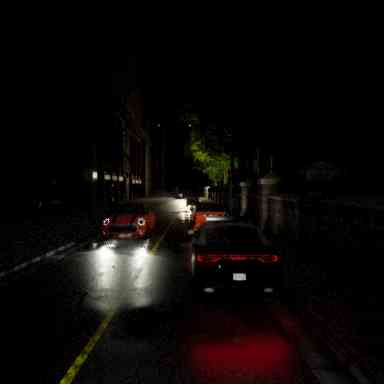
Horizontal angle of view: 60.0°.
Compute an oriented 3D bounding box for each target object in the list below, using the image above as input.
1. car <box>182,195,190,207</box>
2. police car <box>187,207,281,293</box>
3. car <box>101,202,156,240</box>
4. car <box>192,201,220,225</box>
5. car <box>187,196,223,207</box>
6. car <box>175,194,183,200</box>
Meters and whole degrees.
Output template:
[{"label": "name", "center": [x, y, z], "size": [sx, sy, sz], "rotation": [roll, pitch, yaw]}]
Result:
[{"label": "car", "center": [0.126, 1.352, 47.818], "size": [2.128, 1.511, 4.902], "rotation": [0, 0, 1]}, {"label": "police car", "center": [0.918, 1.420, 8.962], "size": [1.930, 1.638, 5.238], "rotation": [0, 0, 0]}, {"label": "car", "center": [-3.065, 1.334, 16.859], "size": [2.097, 1.767, 4.553], "rotation": [0, 0, 0]}, {"label": "car", "center": [0.952, 1.467, 24.852], "size": [1.837, 1.490, 4.892], "rotation": [0, 0, 0]}, {"label": "car", "center": [0.939, 1.328, 18.821], "size": [2.097, 1.767, 4.553], "rotation": [0, 0, 0]}, {"label": "car", "center": [-2.837, 1.137, 76.297], "size": [1.994, 1.385, 4.181], "rotation": [0, 1, 0]}]
